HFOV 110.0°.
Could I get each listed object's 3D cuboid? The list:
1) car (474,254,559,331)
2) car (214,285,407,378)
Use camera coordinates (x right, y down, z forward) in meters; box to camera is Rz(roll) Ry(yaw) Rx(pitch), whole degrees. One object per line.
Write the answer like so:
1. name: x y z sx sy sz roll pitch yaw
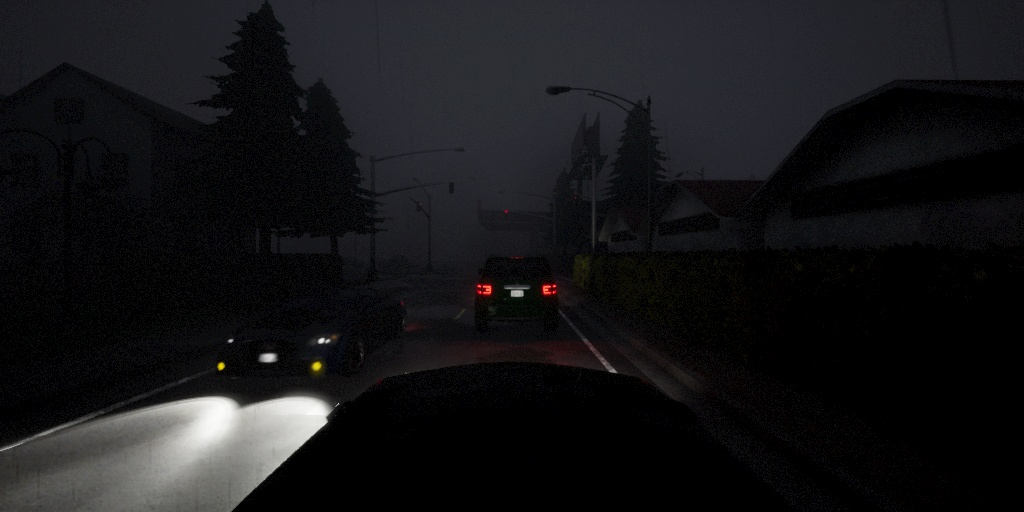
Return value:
1. car: 0.103 0.971 11.090 2.150 2.045 5.566 0 0 0
2. car: -3.595 1.313 7.278 1.994 1.385 4.181 0 0 0
